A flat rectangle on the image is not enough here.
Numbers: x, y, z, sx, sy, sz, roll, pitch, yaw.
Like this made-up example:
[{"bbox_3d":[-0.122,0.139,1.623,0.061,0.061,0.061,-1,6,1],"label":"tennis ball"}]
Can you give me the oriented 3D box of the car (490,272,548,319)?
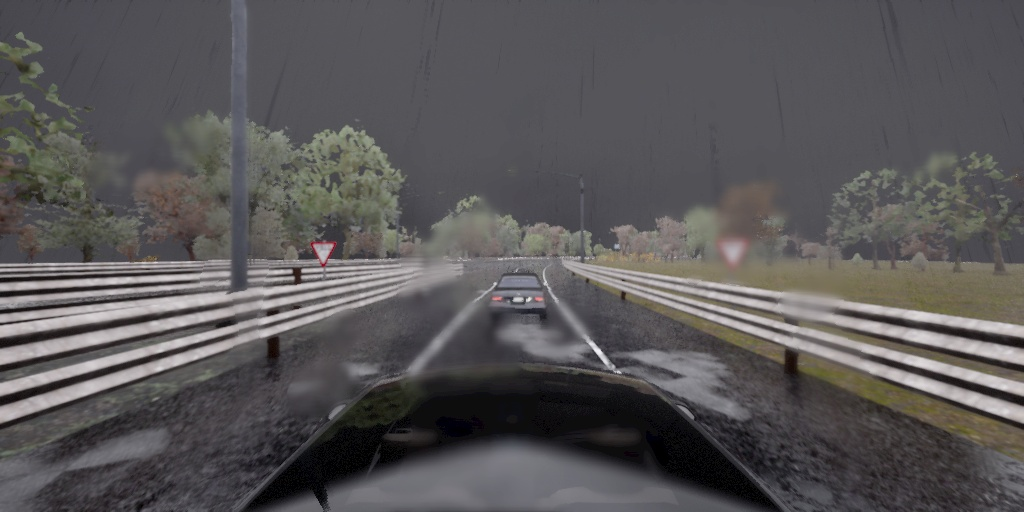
[{"bbox_3d":[0.271,1.284,12.688,2.033,1.411,5.357,0,0,2],"label":"car"}]
